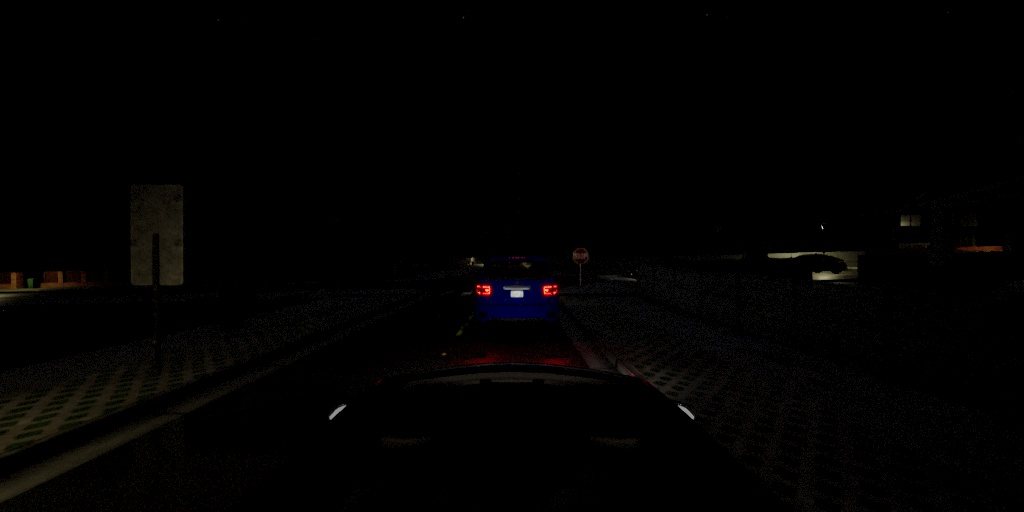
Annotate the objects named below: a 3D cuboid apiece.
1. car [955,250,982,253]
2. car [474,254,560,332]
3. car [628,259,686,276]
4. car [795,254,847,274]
[{"bbox_3d":[29.193,0.441,23.744,4.181,1.385,1.994,-2,0,0],"label":"car"},{"bbox_3d":[0.122,0.966,10.937,2.150,2.045,5.566,0,0,0],"label":"car"},{"bbox_3d":[11.517,0.897,26.622,5.357,1.411,2.033,-2,0,0],"label":"car"},{"bbox_3d":[22.094,0.585,26.653,4.674,1.442,1.812,-2,0,0],"label":"car"}]
